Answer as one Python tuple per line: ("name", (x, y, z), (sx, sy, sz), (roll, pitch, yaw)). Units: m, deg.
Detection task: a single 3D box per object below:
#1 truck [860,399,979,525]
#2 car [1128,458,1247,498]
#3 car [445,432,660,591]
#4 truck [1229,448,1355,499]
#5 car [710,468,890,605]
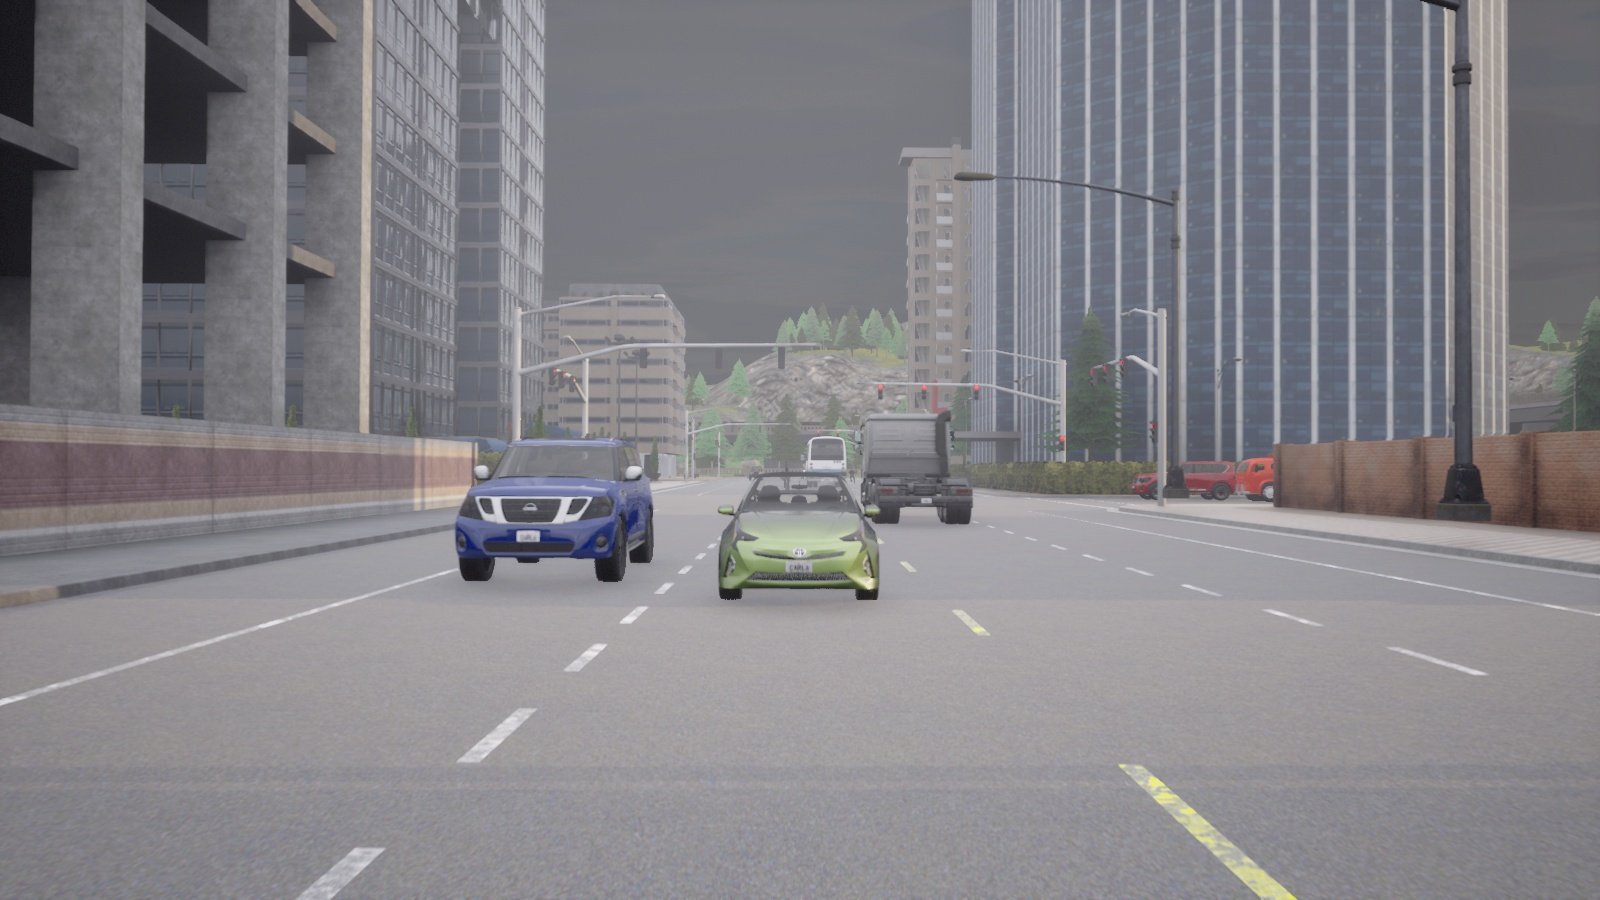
("truck", (3.479, 0.400, 38.623), (2.891, 3.462, 7.936), (0, -1, 0))
("car", (20.322, 1.449, 66.085), (5.566, 2.045, 2.150), (0, -1, -1))
("car", (-3.505, 0.832, 18.997), (2.150, 2.045, 5.566), (0, -1, 0))
("truck", (24.479, 1.171, 62.628), (5.204, 2.467, 2.627), (0, -1, -1))
("car", (-0.003, 1.006, 16.352), (2.007, 1.525, 4.514), (0, -1, 0))
